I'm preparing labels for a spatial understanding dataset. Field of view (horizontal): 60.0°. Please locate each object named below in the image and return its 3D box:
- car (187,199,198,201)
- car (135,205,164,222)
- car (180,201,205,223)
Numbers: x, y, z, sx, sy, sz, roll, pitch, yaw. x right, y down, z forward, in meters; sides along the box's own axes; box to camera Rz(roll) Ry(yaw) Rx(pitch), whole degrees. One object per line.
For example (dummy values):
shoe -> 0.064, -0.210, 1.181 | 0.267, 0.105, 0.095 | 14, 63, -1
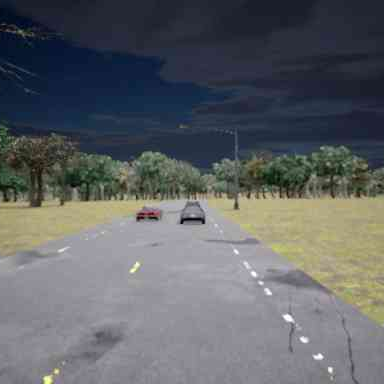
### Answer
car -> 0.075, 1.672, 43.717 | 2.128, 1.511, 4.902 | 0, 0, 0
car -> -3.557, 1.764, 28.347 | 1.895, 1.301, 4.718 | 0, 0, 0
car -> 0.066, 1.726, 26.967 | 1.994, 1.385, 4.181 | 0, 0, 0
